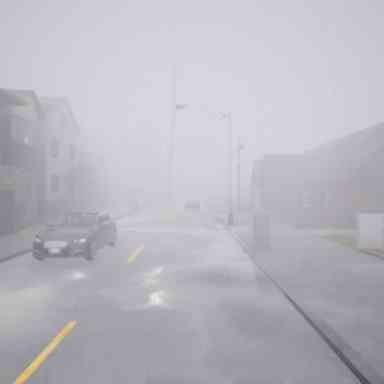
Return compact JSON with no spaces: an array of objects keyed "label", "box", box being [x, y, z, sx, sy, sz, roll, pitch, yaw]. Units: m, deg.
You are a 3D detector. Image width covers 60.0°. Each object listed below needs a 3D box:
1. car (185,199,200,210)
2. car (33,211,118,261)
[{"label":"car","box":[0.079,1.576,41.714,1.895,1.301,4.718,0,0,0]},{"label":"car","box":[-4.070,1.485,12.343,2.128,1.511,4.902,0,0,0]}]
